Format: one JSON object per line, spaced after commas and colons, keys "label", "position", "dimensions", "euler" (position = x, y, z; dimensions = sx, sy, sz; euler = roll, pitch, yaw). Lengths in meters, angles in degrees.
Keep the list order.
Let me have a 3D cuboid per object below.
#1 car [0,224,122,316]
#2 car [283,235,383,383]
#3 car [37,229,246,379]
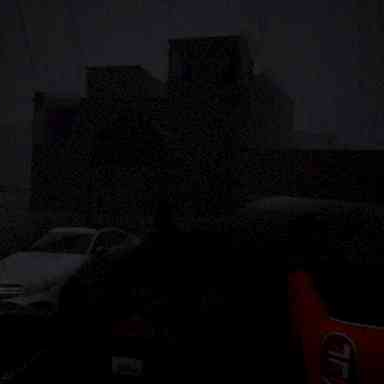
{"label": "car", "position": [-2.598, 1.502, 7.543], "dimensions": [2.002, 1.452, 4.674], "euler": [0, 0, 13]}
{"label": "car", "position": [2.319, 1.328, 4.270], "dimensions": [2.185, 1.767, 4.553], "euler": [0, -1, 13]}
{"label": "car", "position": [-0.139, 1.487, 5.892], "dimensions": [2.163, 1.488, 4.792], "euler": [0, 0, 13]}
